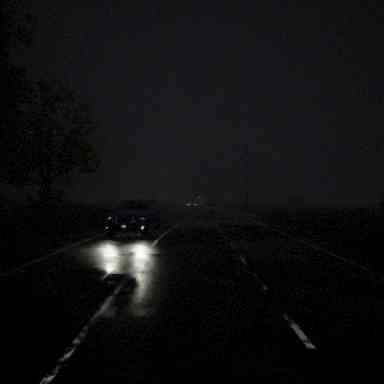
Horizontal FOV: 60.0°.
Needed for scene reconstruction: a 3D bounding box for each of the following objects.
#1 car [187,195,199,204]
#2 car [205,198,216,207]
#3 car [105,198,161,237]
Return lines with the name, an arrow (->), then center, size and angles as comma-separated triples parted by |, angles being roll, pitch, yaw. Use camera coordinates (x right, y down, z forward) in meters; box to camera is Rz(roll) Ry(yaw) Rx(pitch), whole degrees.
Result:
car -> -0.016, 1.811, 81.985 | 2.150, 2.045, 5.566 | 0, 0, 0
car -> 3.487, 1.943, 62.835 | 2.128, 1.511, 4.902 | 0, 0, 0
car -> -3.196, 1.366, 19.208 | 2.150, 2.045, 5.566 | 0, 0, 4
